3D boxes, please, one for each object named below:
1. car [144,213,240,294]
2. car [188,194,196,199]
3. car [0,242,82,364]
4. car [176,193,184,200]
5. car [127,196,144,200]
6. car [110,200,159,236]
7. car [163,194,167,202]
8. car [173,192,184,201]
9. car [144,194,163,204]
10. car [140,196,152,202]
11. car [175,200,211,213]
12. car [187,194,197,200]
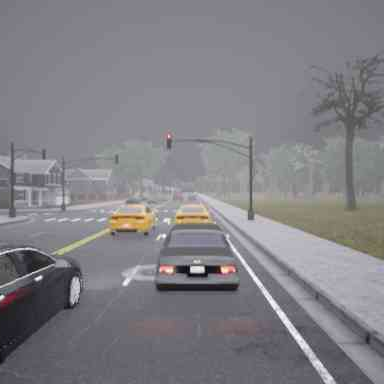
[{"bbox_3d":[0.109,1.530,8.886,2.033,1.411,5.357,0,0,0],"label":"car"},{"bbox_3d":[0.071,1.196,86.266,1.994,1.385,4.181,0,0,0],"label":"car"},{"bbox_3d":[-3.146,1.495,4.885,1.837,1.490,4.892,0,0,0],"label":"car"},{"bbox_3d":[-3.179,1.121,86.269,1.882,1.535,5.008,0,0,0],"label":"car"},{"bbox_3d":[-9.781,1.479,55.281,1.895,1.301,4.718,0,0,0],"label":"car"},{"bbox_3d":[-3.134,1.443,18.296,1.882,1.535,5.008,0,0,0],"label":"car"},{"bbox_3d":[-6.441,1.189,71.458,2.097,1.767,4.553,0,0,0],"label":"car"},{"bbox_3d":[-3.187,1.039,75.878,2.150,2.045,5.566,0,0,0],"label":"car"},{"bbox_3d":[-6.527,1.381,55.890,1.837,1.490,4.892,0,0,0],"label":"car"},{"bbox_3d":[-9.692,1.431,70.795,1.895,1.301,4.718,0,0,0],"label":"car"},{"bbox_3d":[0.049,1.442,18.713,1.882,1.535,5.008,0,0,1],"label":"car"},{"bbox_3d":[0.063,1.314,75.846,1.837,1.490,4.892,0,0,0],"label":"car"}]
